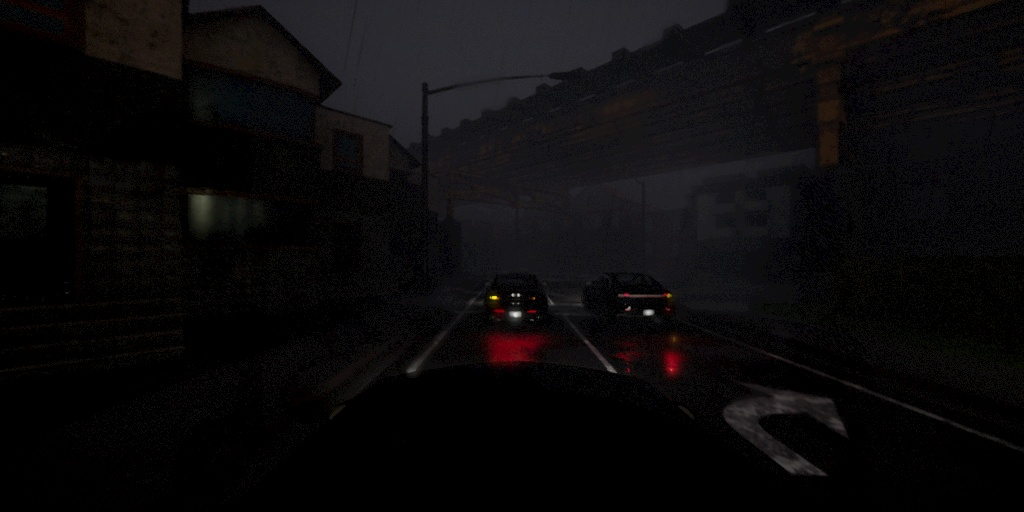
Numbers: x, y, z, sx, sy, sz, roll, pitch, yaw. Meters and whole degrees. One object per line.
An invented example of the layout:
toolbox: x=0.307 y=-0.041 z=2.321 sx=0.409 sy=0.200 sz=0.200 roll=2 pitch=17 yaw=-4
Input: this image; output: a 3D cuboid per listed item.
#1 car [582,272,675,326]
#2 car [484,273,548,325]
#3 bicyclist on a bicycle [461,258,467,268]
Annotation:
car: x=3.590 y=1.271 z=11.820 sx=2.128 sy=1.511 sz=4.902 roll=0 pitch=0 yaw=0
car: x=0.133 y=1.286 z=11.937 sx=1.837 sy=1.490 sz=4.892 roll=0 pitch=0 yaw=1
bicyclist on a bicycle: x=-8.496 y=1.228 z=62.478 sx=1.656 sy=1.620 sz=0.582 roll=0 pitch=0 yaw=-45
